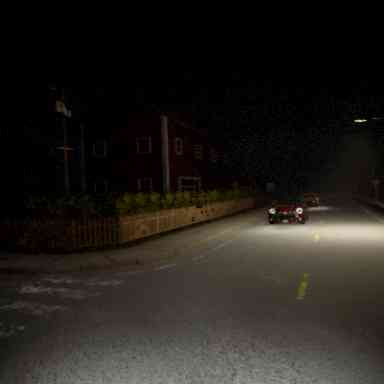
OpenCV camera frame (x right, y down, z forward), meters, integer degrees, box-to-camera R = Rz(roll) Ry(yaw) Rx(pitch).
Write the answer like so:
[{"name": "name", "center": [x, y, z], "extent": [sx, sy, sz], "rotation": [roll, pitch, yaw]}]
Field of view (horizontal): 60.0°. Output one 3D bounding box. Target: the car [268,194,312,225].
[{"name": "car", "center": [6.266, 1.090, 21.426], "extent": [2.097, 1.767, 4.553], "rotation": [-2, 0, 23]}]

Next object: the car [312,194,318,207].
[{"name": "car", "center": [13.827, 0.940, 39.343], "extent": [1.882, 1.535, 5.008], "rotation": [-2, 0, 23]}]
